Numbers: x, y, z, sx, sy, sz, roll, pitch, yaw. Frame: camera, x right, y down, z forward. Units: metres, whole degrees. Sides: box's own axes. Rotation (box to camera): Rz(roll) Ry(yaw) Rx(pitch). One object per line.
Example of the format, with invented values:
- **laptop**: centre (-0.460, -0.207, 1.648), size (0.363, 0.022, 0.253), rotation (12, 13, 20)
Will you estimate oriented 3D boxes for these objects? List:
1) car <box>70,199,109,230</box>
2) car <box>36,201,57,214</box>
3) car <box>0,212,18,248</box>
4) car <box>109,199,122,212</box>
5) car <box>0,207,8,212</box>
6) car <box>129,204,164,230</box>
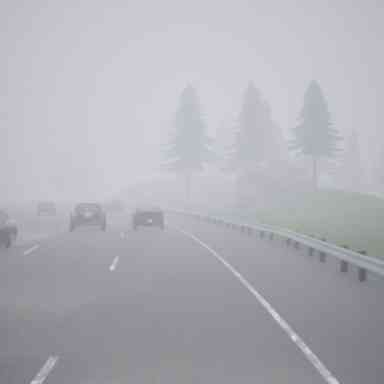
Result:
- **car**: centre (-6.687, 1.418, 21.725), size (2.097, 1.767, 4.553), rotation (0, 0, -14)
- **car**: centre (-16.202, 1.683, 36.994), size (2.033, 1.411, 5.357), rotation (0, 0, -27)
- **car**: centre (-8.102, 1.659, 12.137), size (1.895, 1.301, 4.718), rotation (0, 0, -8)
- **car**: centre (-9.597, 1.599, 39.178), size (2.128, 1.511, 4.902), rotation (0, 0, -26)
- **car**: centre (-14.283, 1.652, 23.303), size (2.033, 1.411, 5.357), rotation (0, 0, -18)
- **car**: centre (-3.051, 1.526, 21.753), size (1.882, 1.535, 5.008), rotation (0, 0, -14)
